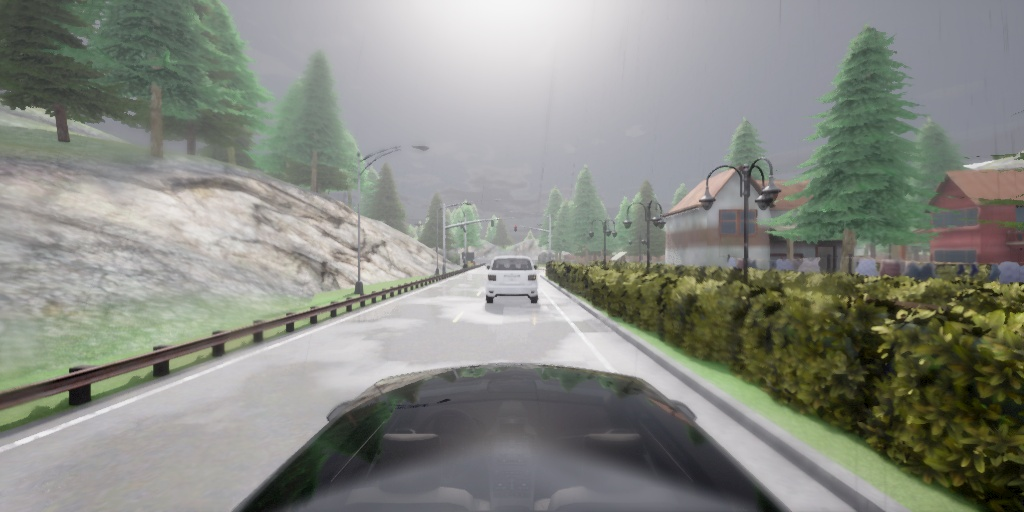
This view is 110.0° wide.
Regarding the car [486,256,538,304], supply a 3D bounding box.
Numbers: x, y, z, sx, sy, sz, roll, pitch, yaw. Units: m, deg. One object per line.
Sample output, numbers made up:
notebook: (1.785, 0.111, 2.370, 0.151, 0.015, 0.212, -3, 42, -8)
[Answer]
car: (0.000, 1.006, 16.530, 2.150, 2.045, 5.566, 0, 0, 0)
